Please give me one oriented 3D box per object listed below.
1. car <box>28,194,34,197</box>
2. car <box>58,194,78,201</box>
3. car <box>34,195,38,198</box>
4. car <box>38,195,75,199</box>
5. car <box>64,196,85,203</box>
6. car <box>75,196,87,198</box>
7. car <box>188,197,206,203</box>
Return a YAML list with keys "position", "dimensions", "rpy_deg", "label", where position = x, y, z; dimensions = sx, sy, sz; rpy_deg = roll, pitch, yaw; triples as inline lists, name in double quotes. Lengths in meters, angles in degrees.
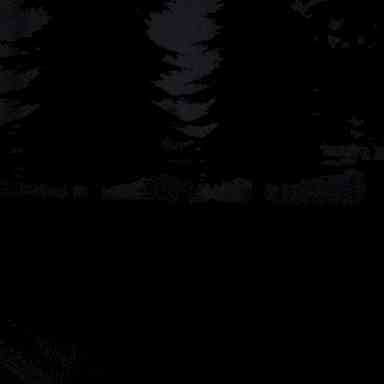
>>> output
- position: [-40.558, 1.792, 84.819]
  dimensions: [3.806, 1.475, 1.970]
  rpy_deg: [0, 0, -31]
  label: "car"
- position: [-33.276, 1.562, 89.165]
  dimensions: [4.605, 1.855, 1.932]
  rpy_deg: [0, 0, -31]
  label: "car"
- position: [-23.091, 1.616, 55.350]
  dimensions: [5.027, 1.636, 2.152]
  rpy_deg: [0, 0, -31]
  label: "car"
- position: [-21.450, 1.612, 52.675]
  dimensions: [4.514, 1.523, 2.007]
  rpy_deg: [0, 0, -31]
  label: "car"
- position: [-27.554, 1.707, 78.077]
  dimensions: [4.514, 1.523, 2.007]
  rpy_deg: [0, 0, -31]
  label: "car"
- position: [-22.508, 1.686, 69.452]
  dimensions: [3.633, 1.501, 1.845]
  rpy_deg: [0, 0, -31]
  label: "car"
- position: [0.961, 1.750, 65.924]
  dimensions: [3.633, 1.501, 1.845]
  rpy_deg: [0, 0, -31]
  label: "car"
